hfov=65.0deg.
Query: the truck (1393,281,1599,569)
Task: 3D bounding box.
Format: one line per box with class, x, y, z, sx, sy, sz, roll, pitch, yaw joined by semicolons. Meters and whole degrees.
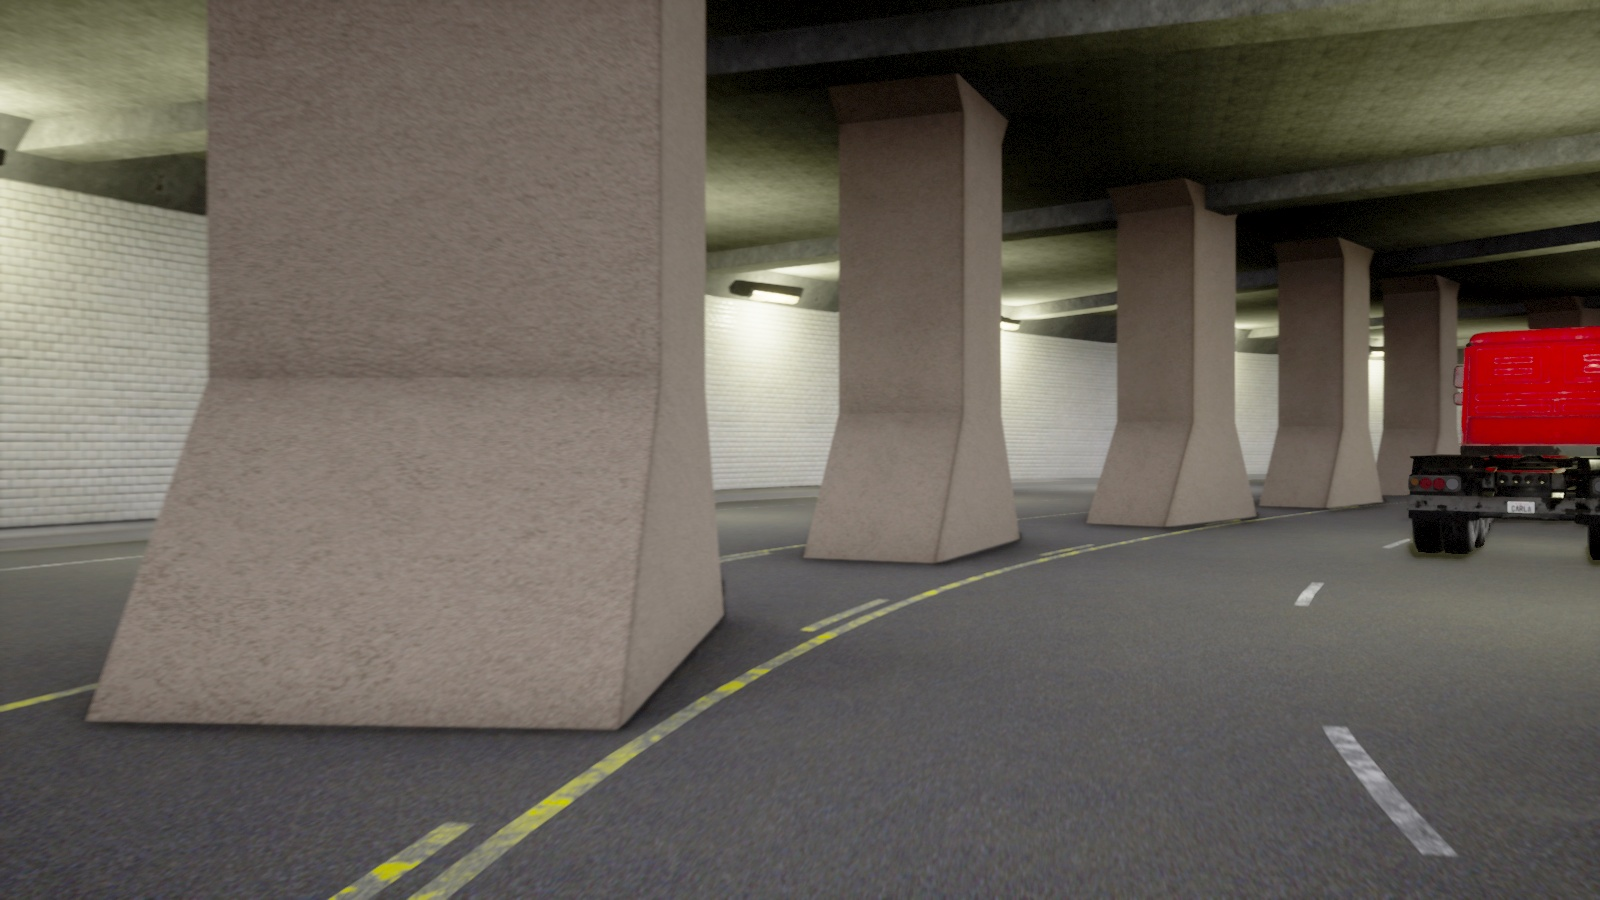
truck;11.186;-0.319;18.803;2.891;3.462;7.936;0;0;35
